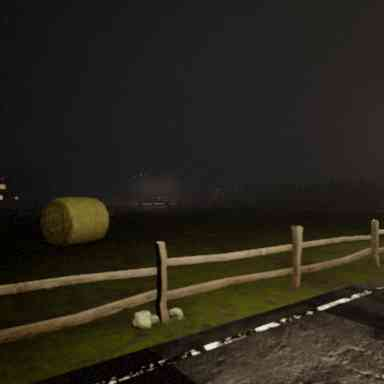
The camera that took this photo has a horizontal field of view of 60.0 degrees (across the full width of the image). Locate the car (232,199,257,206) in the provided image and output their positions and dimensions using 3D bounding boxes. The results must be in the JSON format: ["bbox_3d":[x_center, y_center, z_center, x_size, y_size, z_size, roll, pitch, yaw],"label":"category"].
[{"bbox_3d":[9.314,1.931,58.758,1.895,1.301,4.718,0,0,-35],"label":"car"}]
